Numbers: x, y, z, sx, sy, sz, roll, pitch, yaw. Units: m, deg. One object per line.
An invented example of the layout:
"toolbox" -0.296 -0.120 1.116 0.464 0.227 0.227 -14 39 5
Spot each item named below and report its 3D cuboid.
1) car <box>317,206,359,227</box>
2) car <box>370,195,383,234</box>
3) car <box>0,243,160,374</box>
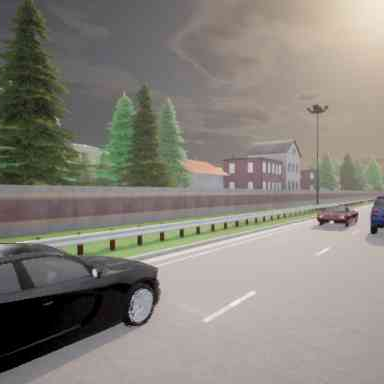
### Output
"car" 10.097 1.595 22.802 1.895 1.301 4.718 0 0 35
"car" 11.447 1.211 18.623 2.150 2.045 5.566 0 -1 35
"car" -2.517 1.476 4.738 1.882 1.535 5.008 0 0 35
